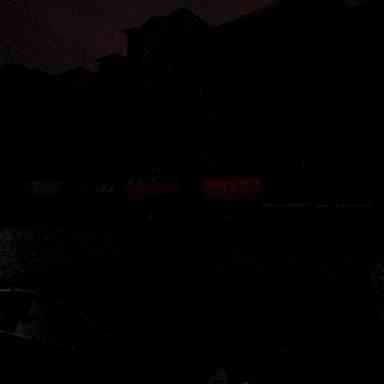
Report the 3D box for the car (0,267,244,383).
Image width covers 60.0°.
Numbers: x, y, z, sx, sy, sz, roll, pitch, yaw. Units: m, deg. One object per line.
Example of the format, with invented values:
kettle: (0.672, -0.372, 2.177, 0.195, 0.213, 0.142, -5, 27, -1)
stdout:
car: (-1.501, 1.590, 3.889, 4.313, 1.339, 1.947, 0, -1, 35)
